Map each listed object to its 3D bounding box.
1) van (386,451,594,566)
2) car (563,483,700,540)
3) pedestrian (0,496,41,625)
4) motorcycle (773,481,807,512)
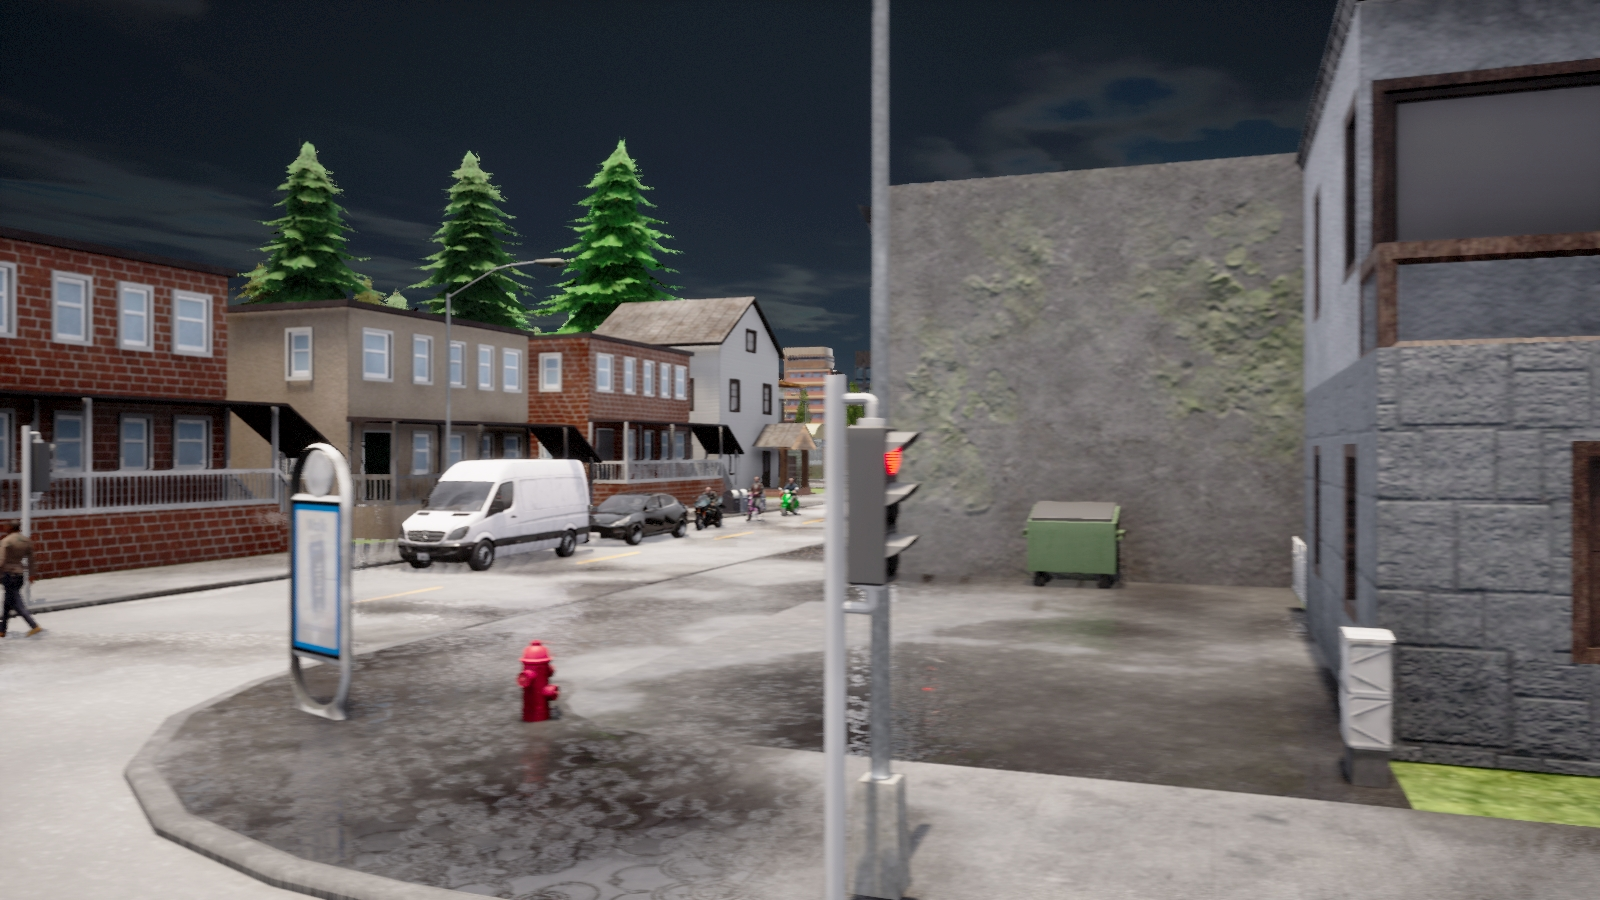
[{"bbox_3d":[-7.535,1.313,28.616,1.988,2.561,5.915,0,0,20],"label":"van"},{"bbox_3d":[-5.098,1.842,35.294,2.163,1.488,4.792,0,0,20],"label":"car"},{"bbox_3d":[-11.563,1.627,16.920,0.375,1.860,0.375,0,0,16],"label":"pedestrian"},{"bbox_3d":[-0.398,1.961,48.208,0.856,1.236,1.805,0,0,20],"label":"motorcycle"}]
